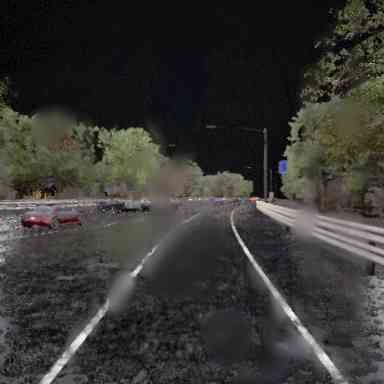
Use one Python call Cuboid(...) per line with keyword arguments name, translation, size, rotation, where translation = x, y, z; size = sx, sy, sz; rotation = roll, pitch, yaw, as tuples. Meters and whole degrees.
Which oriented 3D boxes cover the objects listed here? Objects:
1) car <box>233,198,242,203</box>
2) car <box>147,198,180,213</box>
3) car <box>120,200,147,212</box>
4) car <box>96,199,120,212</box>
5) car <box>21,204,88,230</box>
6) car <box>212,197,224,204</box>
Cuboid(name="car", translation=(12.867, 2.391, 94.409), size=(1.837, 1.490, 4.892), rotation=(0, -1, 16))
Cuboid(name="car", translation=(-2.954, 1.467, 38.153), size=(2.097, 1.767, 4.553), rotation=(1, 0, 16))
Cuboid(name="car", translation=(-6.314, 1.643, 39.222), size=(1.994, 1.385, 4.181), rotation=(0, -1, 16))
Cuboid(name="car", translation=(-9.666, 1.576, 40.229), size=(1.837, 1.490, 4.892), rotation=(0, -1, 16))
Cuboid(name="car", translation=(-8.106, 1.435, 20.038), size=(1.994, 1.385, 4.181), rotation=(1, -1, 16))
Cuboid(name="car", translation=(7.170, 2.303, 87.094), size=(2.033, 1.411, 5.357), rotation=(0, -1, 16))
